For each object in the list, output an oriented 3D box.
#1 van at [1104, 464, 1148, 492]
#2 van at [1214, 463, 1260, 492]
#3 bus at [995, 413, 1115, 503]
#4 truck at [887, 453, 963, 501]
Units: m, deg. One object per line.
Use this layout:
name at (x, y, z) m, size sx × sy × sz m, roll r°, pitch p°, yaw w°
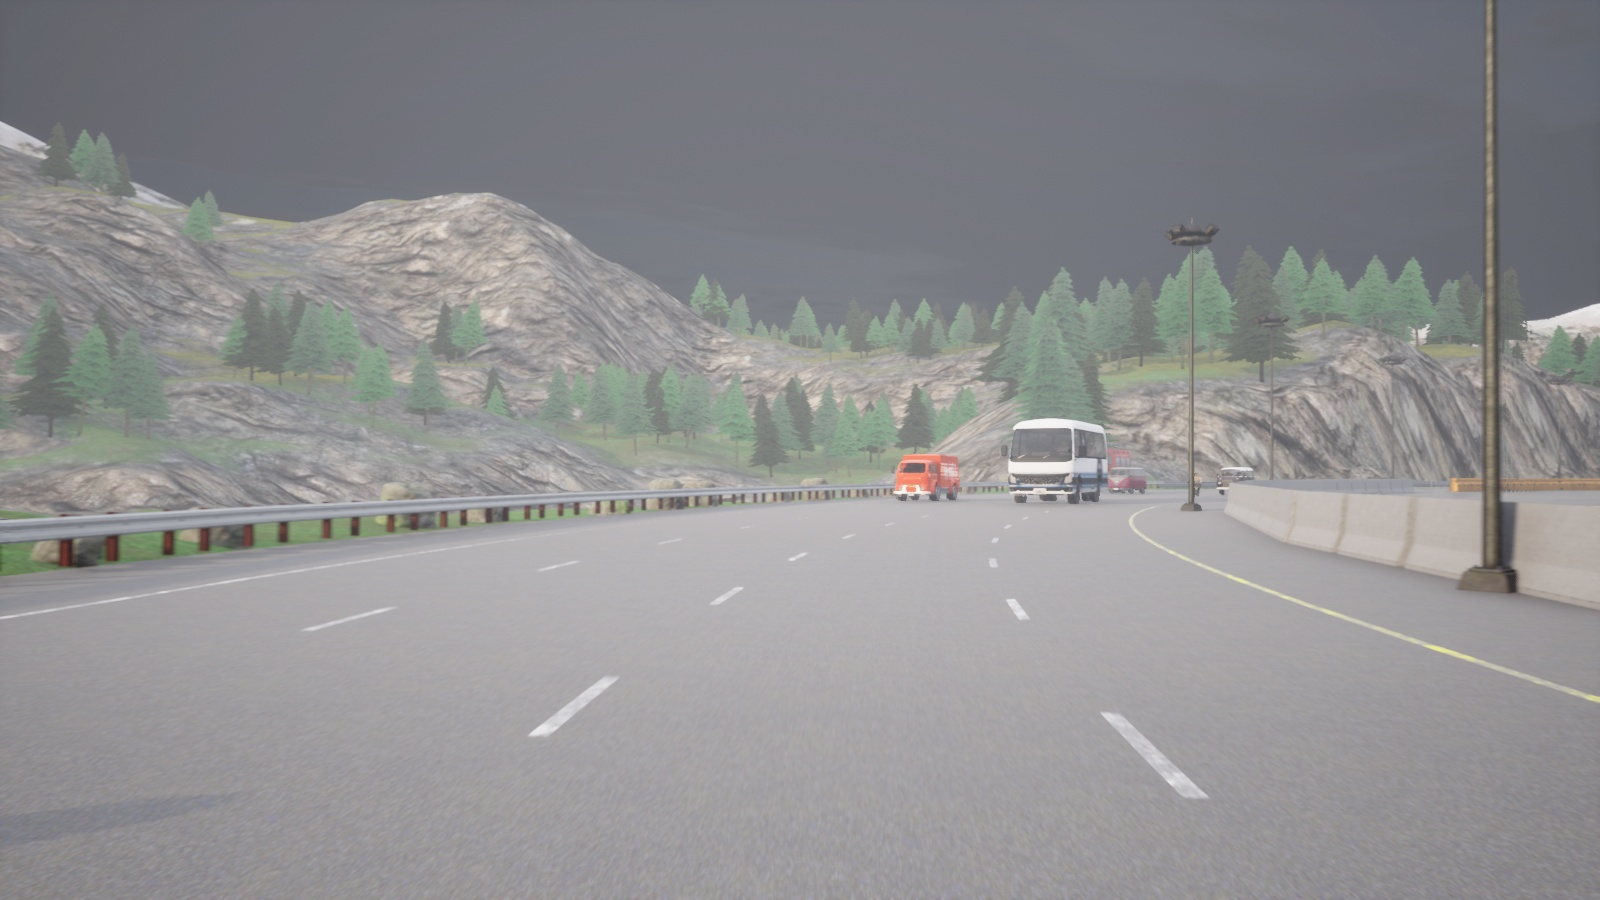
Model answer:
van at (23.915, 2.056, 91.944) m, size 1.775 × 1.987 × 4.442 m, roll -1°, pitch -1°, yaw 33°
van at (31.697, 2.000, 91.027) m, size 2.069 × 2.038 × 4.480 m, roll -1°, pitch -2°, yaw 34°
bus at (13.276, 0.487, 64.408) m, size 3.944 × 4.253 × 10.273 m, roll -1°, pitch -1°, yaw 23°
truck at (6.704, 1.429, 66.763) m, size 2.627 × 2.467 × 5.204 m, roll -1°, pitch -1°, yaw 23°
